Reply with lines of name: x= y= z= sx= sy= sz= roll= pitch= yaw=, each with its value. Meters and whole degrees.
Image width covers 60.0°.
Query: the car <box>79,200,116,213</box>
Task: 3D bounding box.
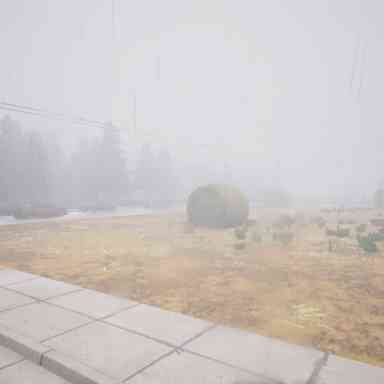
car: x=-10.674 y=1.591 z=37.750 sx=1.994 sy=1.385 sz=4.181 roll=0 pitch=0 yaw=36

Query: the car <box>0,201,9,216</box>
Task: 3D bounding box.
car: x=-16.622 y=1.518 z=29.726 sx=2.128 sy=1.511 sz=4.902 roll=0 pitch=0 yaw=37

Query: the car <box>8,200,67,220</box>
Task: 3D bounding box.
car: x=-12.915 y=1.591 z=28.501 sx=1.994 sy=1.385 sz=4.181 roll=0 pitch=0 yaw=36

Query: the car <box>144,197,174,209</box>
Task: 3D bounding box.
car: x=-4.516 y=1.532 z=46.030 sx=1.837 sy=1.490 sz=4.892 roll=0 pitch=0 yaw=36
